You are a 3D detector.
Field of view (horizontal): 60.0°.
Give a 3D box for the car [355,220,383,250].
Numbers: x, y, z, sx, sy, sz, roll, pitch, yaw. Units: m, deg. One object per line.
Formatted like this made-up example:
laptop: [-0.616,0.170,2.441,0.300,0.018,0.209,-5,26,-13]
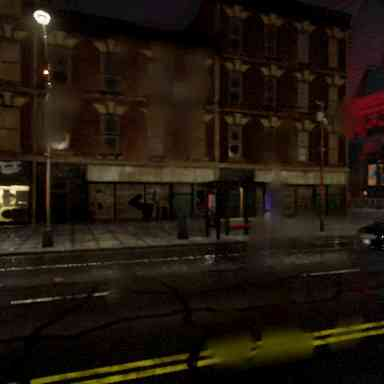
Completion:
car: [8.896,1.629,13.475,4.902,1.511,2.128,0,0,-21]
